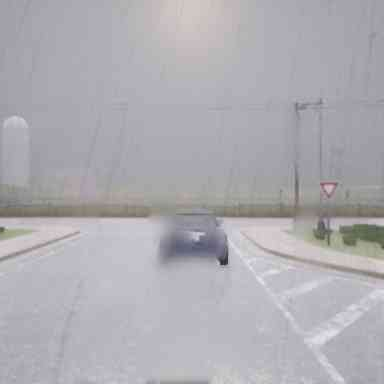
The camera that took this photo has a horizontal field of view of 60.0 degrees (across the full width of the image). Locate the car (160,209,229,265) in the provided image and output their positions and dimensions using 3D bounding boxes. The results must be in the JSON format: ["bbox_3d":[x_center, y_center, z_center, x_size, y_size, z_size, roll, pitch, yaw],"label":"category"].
[{"bbox_3d":[0.079,1.389,11.917,2.097,1.767,4.553,0,0,0],"label":"car"}]
